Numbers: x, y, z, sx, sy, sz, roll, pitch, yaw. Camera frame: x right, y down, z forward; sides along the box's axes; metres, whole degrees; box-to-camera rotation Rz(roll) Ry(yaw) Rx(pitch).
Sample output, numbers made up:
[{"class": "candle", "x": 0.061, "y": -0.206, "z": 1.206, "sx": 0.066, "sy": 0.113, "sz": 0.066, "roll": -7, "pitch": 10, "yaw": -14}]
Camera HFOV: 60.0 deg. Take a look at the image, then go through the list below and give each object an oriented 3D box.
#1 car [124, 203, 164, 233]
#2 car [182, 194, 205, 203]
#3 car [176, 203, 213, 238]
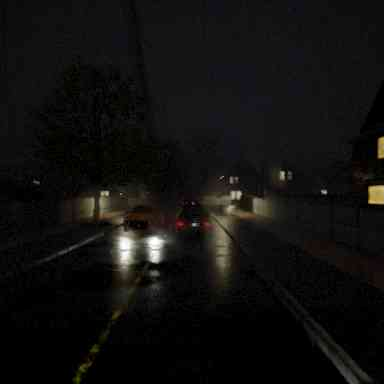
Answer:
[{"class": "car", "x": -2.745, "y": 1.464, "z": 19.773, "sx": 1.882, "sy": 1.535, "sz": 5.008, "roll": 0, "pitch": 0, "yaw": 0}, {"class": "car", "x": 0.111, "y": 1.202, "z": 34.346, "sx": 2.150, "sy": 2.045, "sz": 5.566, "roll": 0, "pitch": 0, "yaw": 0}, {"class": "car", "x": 0.106, "y": 1.534, "z": 17.602, "sx": 2.033, "sy": 1.411, "sz": 5.357, "roll": 0, "pitch": 0, "yaw": 0}]
